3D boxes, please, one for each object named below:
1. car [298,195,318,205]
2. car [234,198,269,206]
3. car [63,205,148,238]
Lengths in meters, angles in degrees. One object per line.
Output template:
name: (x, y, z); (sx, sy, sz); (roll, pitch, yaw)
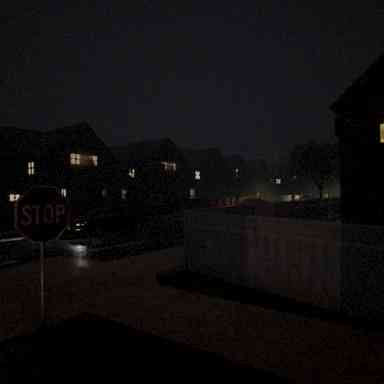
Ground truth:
car: (15.957, 1.158, 45.585); (2.097, 1.767, 4.553); (-2, -1, 36)
car: (5.706, 1.320, 31.773); (1.882, 1.535, 5.008); (-2, -1, 36)
car: (-4.506, 1.483, 17.868); (1.837, 1.490, 4.892); (-2, -1, 36)
